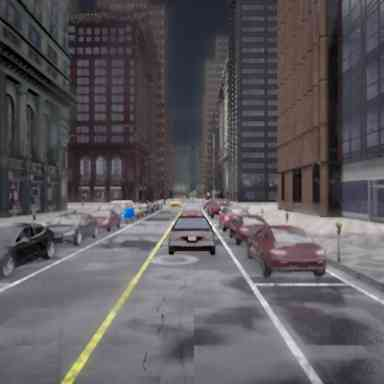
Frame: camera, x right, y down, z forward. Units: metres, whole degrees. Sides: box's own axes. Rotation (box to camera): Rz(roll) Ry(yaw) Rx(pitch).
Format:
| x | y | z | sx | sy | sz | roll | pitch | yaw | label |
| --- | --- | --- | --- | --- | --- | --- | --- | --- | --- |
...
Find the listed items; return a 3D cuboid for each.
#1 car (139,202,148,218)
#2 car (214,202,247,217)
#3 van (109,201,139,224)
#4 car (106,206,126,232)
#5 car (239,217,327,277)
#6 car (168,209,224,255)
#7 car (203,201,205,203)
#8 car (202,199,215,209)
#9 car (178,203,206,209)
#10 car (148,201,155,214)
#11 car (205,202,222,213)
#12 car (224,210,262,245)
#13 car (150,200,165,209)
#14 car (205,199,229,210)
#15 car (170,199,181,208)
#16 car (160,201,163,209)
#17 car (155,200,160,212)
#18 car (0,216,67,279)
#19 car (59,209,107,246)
| x | y | z | sx | sy | sz | roll | pitch | yaw | label |
| --- | --- | --- | --- | --- | --- | --- | --- | --- | --- |
| -5.761 | 1.841 | 32.723 | 1.752 | 1.417 | 4.829 | 0 | -1 | 0 | car |
| 2.762 | 1.646 | 21.625 | 1.967 | 1.590 | 4.097 | 0 | -1 | 0 | car |
| -5.763 | 1.602 | 27.259 | 1.690 | 1.788 | 3.998 | 0 | -1 | 0 | van |
| -5.762 | 1.788 | 21.620 | 1.802 | 1.307 | 4.206 | 0 | -1 | 0 | car |
| 2.761 | 1.680 | 10.351 | 1.802 | 1.307 | 4.206 | 0 | -1 | 0 | car |
| 0.003 | 1.680 | 13.986 | 2.033 | 1.411 | 5.357 | 0 | -1 | 0 | car |
| 2.763 | 1.689 | 38.533 | 2.192 | 1.841 | 5.009 | 0 | -1 | 0 | car |
| 2.766 | 1.989 | 55.440 | 1.967 | 1.590 | 4.097 | 0 | -1 | 0 | car |
| 0.006 | 1.880 | 29.102 | 1.895 | 1.301 | 4.718 | 0 | -1 | 0 | car |
| -5.760 | 1.956 | 38.529 | 1.802 | 1.307 | 4.206 | 0 | -1 | 0 | car |
| 2.765 | 1.997 | 44.167 | 1.947 | 1.339 | 4.313 | 0 | -1 | 0 | car |
| 2.762 | 1.733 | 15.988 | 1.802 | 1.307 | 4.206 | 0 | -1 | 0 | car |
| -5.758 | 2.099 | 55.438 | 2.008 | 1.369 | 4.403 | 0 | -1 | 0 | car |
| 2.763 | 1.632 | 32.897 | 2.192 | 1.841 | 5.009 | 0 | -1 | 0 | car |
| -2.998 | 2.088 | 61.248 | 1.882 | 1.535 | 5.008 | 0 | -1 | 0 | car |
| -5.759 | 2.056 | 49.801 | 1.947 | 1.339 | 4.313 | 0 | -1 | 0 | car |
| -5.760 | 1.997 | 44.165 | 1.947 | 1.339 | 4.313 | 0 | -1 | 0 | car |
| -5.764 | 1.664 | 10.347 | 1.947 | 1.339 | 4.313 | 0 | -1 | 0 | car |
| -5.763 | 1.702 | 15.983 | 2.008 | 1.369 | 4.403 | 0 | -1 | 0 | car |
